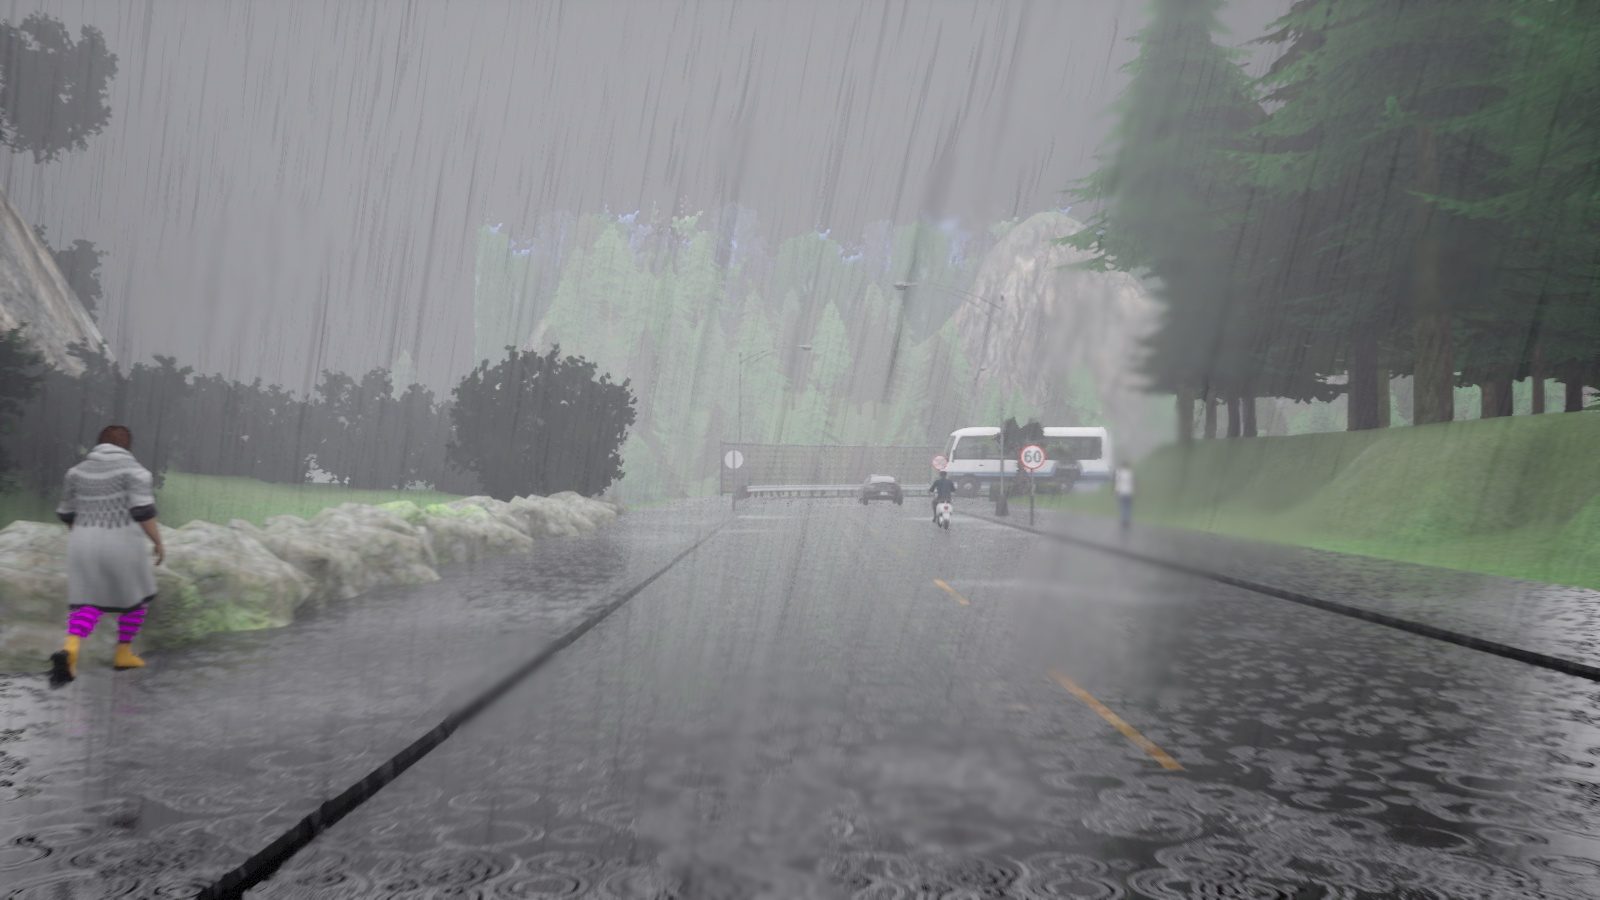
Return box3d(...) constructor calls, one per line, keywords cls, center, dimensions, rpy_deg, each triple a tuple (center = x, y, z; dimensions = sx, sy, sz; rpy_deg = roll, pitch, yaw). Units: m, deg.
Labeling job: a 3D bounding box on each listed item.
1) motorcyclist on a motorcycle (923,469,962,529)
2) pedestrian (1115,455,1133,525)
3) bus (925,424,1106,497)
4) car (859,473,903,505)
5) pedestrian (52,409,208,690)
box3d(cls="motorcyclist on a motorcycle", center=(3.919, 1.333, 34.728), dimensions=(0.866, 1.590, 1.817), rpy_deg=(0, 0, 0))
box3d(cls="pedestrian", center=(8.601, 1.048, 33.335), dimensions=(0.354, 1.836, 0.706), rpy_deg=(-1, -1, 21))
box3d(cls="bus", center=(12.917, 0.661, 76.154), dimensions=(10.273, 4.253, 3.944), rpy_deg=(0, -1, 0))
box3d(cls="car", center=(3.861, 1.834, 60.295), dimensions=(1.812, 1.442, 4.674), rpy_deg=(0, -1, 0))
box3d(cls="pedestrian", center=(-4.872, 0.698, 9.181), dimensions=(0.659, 1.952, 0.873), rpy_deg=(0, -1, 1))
